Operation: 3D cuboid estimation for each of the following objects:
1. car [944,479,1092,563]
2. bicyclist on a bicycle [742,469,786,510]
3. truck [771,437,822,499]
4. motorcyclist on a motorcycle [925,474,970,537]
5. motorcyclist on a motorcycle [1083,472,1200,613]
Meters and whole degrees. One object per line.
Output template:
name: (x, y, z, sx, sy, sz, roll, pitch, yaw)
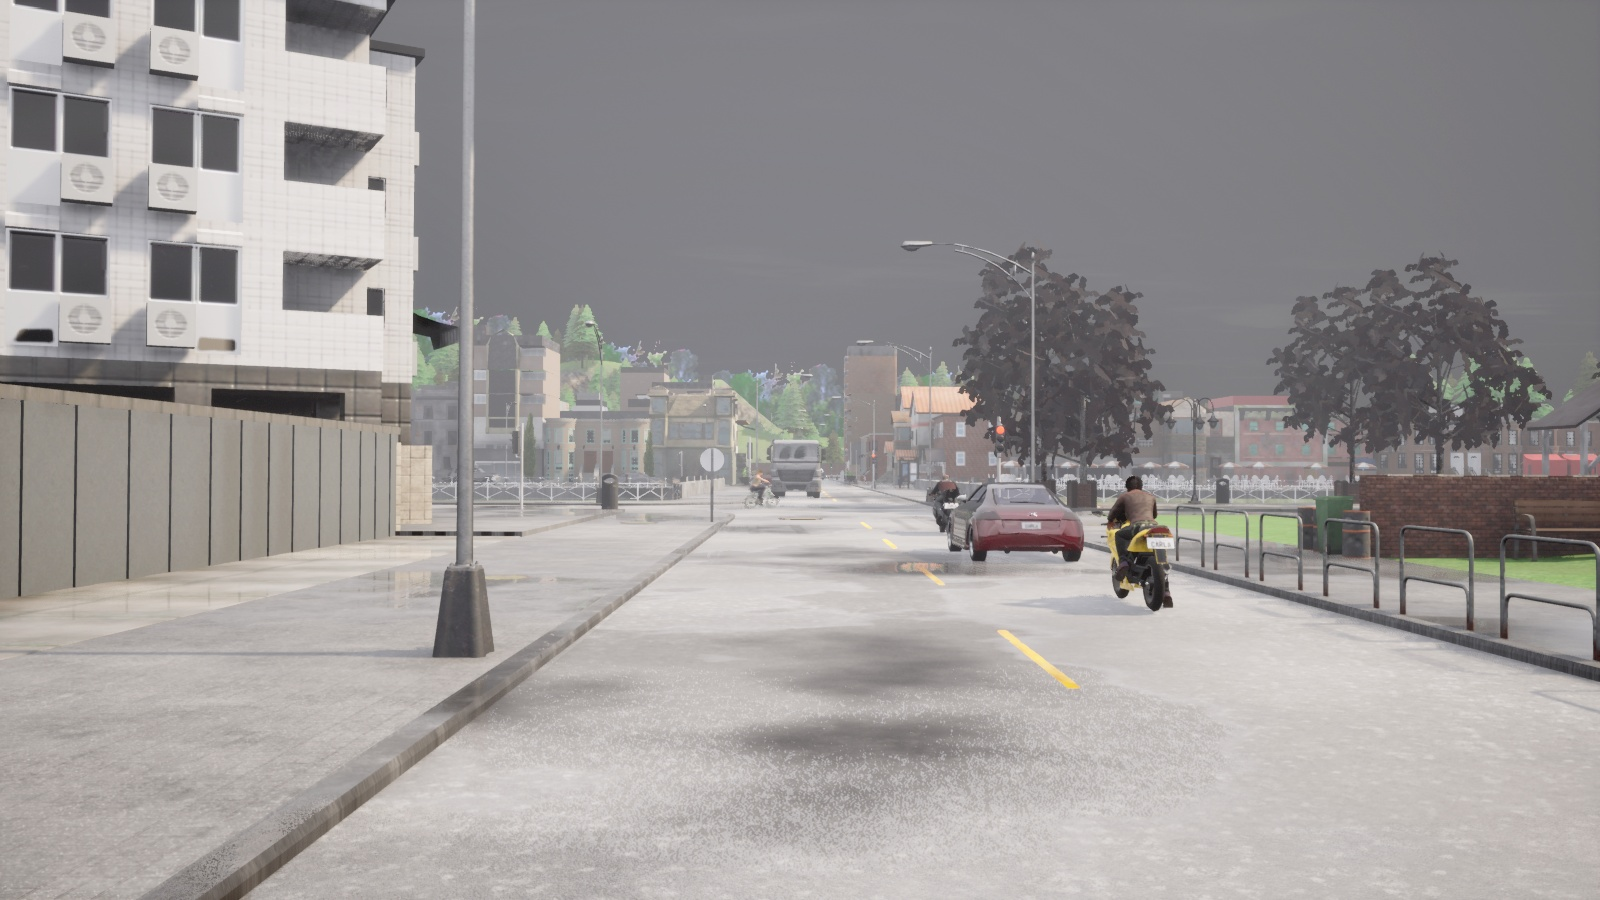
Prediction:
car: (3.933, 1.254, 23.348, 1.994, 1.385, 4.181, 0, -1, 0)
bicyclist on a bicycle: (-1.460, 1.611, 50.983, 1.509, 1.612, 0.866, 0, -3, -27)
truck: (-0.218, 1.085, 74.708, 2.891, 3.462, 7.936, 0, -1, 0)
motorcyclist on a motorcycle: (3.677, 1.362, 31.448, 0.866, 1.530, 2.191, 0, -1, 0)
motorcyclist on a motorcycle: (3.957, 1.028, 14.727, 0.797, 1.523, 2.044, 0, -1, 0)
